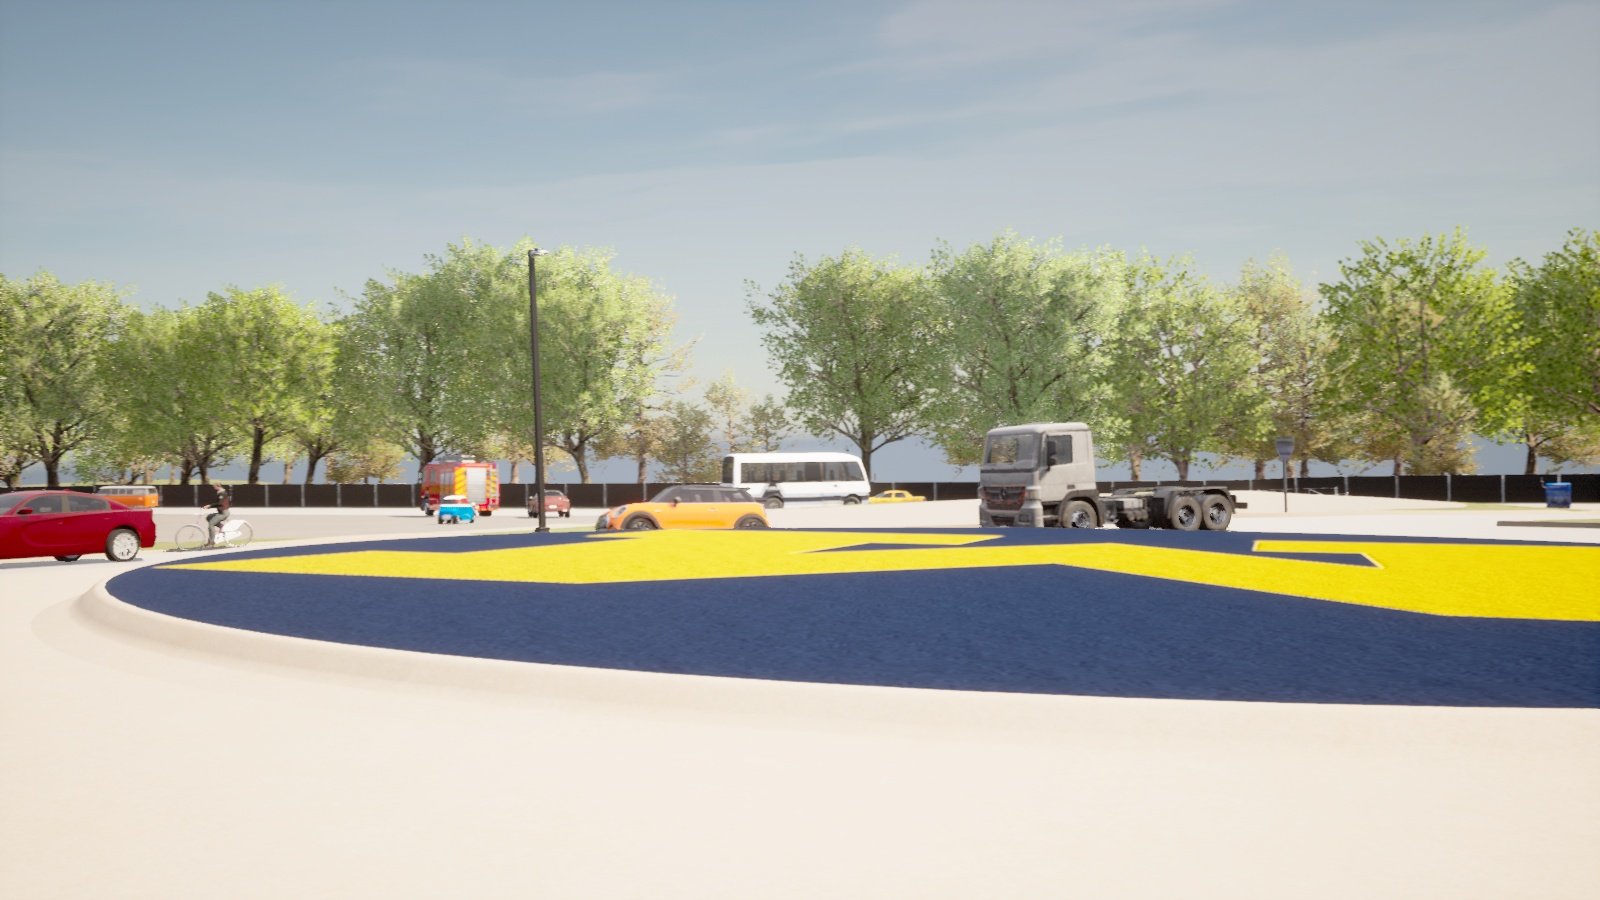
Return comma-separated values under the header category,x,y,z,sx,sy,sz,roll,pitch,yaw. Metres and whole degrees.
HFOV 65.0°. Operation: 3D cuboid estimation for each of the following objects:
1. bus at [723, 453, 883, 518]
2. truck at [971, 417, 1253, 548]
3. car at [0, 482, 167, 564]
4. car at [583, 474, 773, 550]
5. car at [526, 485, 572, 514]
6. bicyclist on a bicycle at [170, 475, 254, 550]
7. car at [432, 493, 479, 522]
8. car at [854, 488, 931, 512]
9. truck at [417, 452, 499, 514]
category,x,y,z,sx,sy,sz,roll,pitch,yaw
bus,0.210,2.335,86.341,10.273,4.253,3.944,0,0,-20
truck,9.251,0.879,37.092,7.936,3.462,2.891,-1,-1,-25
car,-15.398,1.428,24.927,1.882,1.535,5.008,-2,-2,24
car,-3.226,1.693,33.160,4.553,1.767,2.097,2,-7,-23
car,-14.951,2.919,74.666,2.152,1.651,5.027,1,-2,-17
bicyclist on a bicycle,-15.291,1.608,32.649,1.843,1.776,0.659,-4,0,-28
car,-16.682,2.761,60.866,1.481,1.376,2.207,0,-2,6
car,6.625,3.596,89.904,5.366,1.575,1.801,0,1,-1
truck,-22.272,2.195,81.349,2.891,3.827,8.468,1,-3,-31
